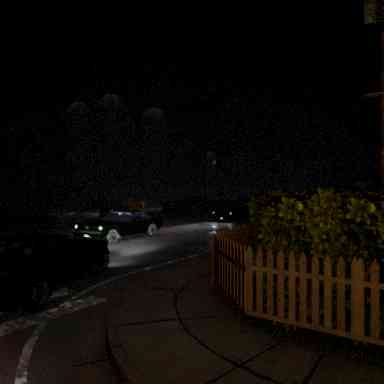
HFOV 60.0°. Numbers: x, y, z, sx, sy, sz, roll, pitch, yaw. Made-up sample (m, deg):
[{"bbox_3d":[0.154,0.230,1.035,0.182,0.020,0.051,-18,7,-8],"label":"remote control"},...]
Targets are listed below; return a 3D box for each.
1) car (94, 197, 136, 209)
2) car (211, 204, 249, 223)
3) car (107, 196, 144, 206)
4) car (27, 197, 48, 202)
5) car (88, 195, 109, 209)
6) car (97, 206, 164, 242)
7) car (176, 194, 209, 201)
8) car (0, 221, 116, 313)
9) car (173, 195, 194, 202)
[{"bbox_3d":[-6.702,1.478,28.586,1.882,1.535,5.008,0,0,-27],"label":"car"},{"bbox_3d":[3.400,1.601,25.892,1.895,1.301,4.718,0,0,35],"label":"car"},{"bbox_3d":[-7.443,1.478,39.001,1.882,1.535,5.008,0,0,22],"label":"car"},{"bbox_3d":[-22.884,1.506,49.217,4.193,1.474,1.816,0,0,35],"label":"car"},{"bbox_3d":[-11.599,1.521,42.925,3.905,1.438,1.784,0,0,35],"label":"car"},{"bbox_3d":[-3.421,1.601,16.158,1.895,1.301,4.718,0,0,29],"label":"car"},{"bbox_3d":[-0.045,1.492,51.223,2.128,1.511,4.902,0,0,35],"label":"car"},{"bbox_3d":[-3.558,1.601,7.696,1.895,1.301,4.718,0,0,7],"label":"car"},{"bbox_3d":[-2.036,1.480,80.620,4.611,1.667,2.242,0,0,35],"label":"car"}]
